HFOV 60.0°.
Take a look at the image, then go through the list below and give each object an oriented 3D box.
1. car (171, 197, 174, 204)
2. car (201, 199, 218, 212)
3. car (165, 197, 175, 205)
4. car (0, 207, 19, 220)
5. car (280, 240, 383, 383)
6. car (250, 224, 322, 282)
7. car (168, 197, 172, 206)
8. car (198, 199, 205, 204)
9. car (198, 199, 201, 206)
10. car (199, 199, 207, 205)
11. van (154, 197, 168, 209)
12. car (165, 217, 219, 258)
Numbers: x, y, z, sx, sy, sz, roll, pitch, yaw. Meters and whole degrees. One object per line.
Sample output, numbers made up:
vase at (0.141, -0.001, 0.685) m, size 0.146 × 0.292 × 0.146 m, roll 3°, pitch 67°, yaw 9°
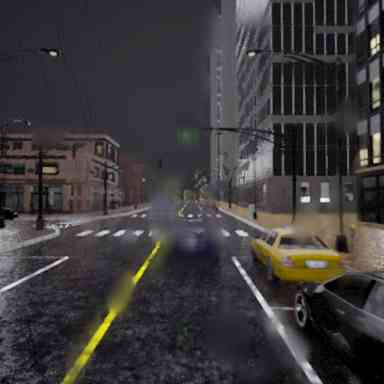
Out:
car at (-5.717, 2.386, 75.353) m, size 1.947 × 1.339 × 4.313 m, roll 1°, pitch -1°, yaw 0°
car at (2.679, 1.959, 47.673) m, size 1.967 × 1.590 × 4.097 m, roll 1°, pitch -1°, yaw 0°
car at (-5.719, 2.256, 86.423) m, size 2.192 × 1.841 × 5.009 m, roll 1°, pitch -1°, yaw 0°
car at (-19.434, 2.157, 32.787) m, size 4.313 × 1.339 × 1.947 m, roll -1°, pitch -1°, yaw 1°
car at (2.667, 1.612, 4.083) m, size 1.947 × 1.339 × 4.313 m, roll 1°, pitch -1°, yaw 0°
car at (2.835, 1.634, 9.897) m, size 1.752 × 1.417 × 4.829 m, roll 1°, pitch -1°, yaw 0°
car at (-5.715, 2.342, 69.819) m, size 1.802 × 1.307 × 4.206 m, roll 1°, pitch -1°, yaw 0°
car at (2.655, 2.546, 91.949) m, size 1.887 × 1.381 × 4.507 m, roll 1°, pitch -1°, yaw 0°
car at (2.664, 2.348, 75.516) m, size 1.752 × 1.417 × 4.829 m, roll 1°, pitch -1°, yaw 0°
car at (2.661, 2.408, 81.050) m, size 1.752 × 1.417 × 4.829 m, roll 1°, pitch -1°, yaw 0°
van at (-5.705, 1.980, 58.753) m, size 1.690 × 1.788 × 3.998 m, roll 1°, pitch -1°, yaw 0°
car at (0.018, 1.711, 13.458) m, size 1.994 × 1.385 × 4.181 m, roll 0°, pitch -1°, yaw 1°
